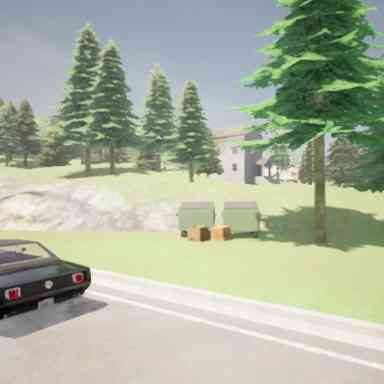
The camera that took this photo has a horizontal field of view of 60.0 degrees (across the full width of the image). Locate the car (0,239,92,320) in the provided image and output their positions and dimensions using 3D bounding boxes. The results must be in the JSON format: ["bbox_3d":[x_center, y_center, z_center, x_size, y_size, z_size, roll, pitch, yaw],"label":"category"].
[{"bbox_3d":[-4.357,1.680,7.097,4.718,1.301,1.895,-1,0,35],"label":"car"}]
